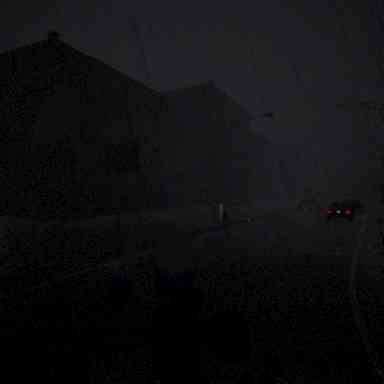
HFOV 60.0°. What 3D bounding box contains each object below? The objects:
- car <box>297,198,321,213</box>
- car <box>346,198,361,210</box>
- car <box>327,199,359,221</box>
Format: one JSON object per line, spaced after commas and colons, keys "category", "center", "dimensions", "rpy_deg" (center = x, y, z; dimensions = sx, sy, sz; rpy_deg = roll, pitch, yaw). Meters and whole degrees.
{"category": "car", "center": [12.625, 1.460, 35.741], "dimensions": [2.128, 1.511, 4.902], "rpy_deg": [-1, 0, 28]}
{"category": "car", "center": [19.436, 1.441, 40.577], "dimensions": [1.994, 1.385, 4.181], "rpy_deg": [-1, 0, 28]}
{"category": "car", "center": [12.172, 1.523, 27.121], "dimensions": [2.033, 1.411, 5.357], "rpy_deg": [-1, 0, 28]}
